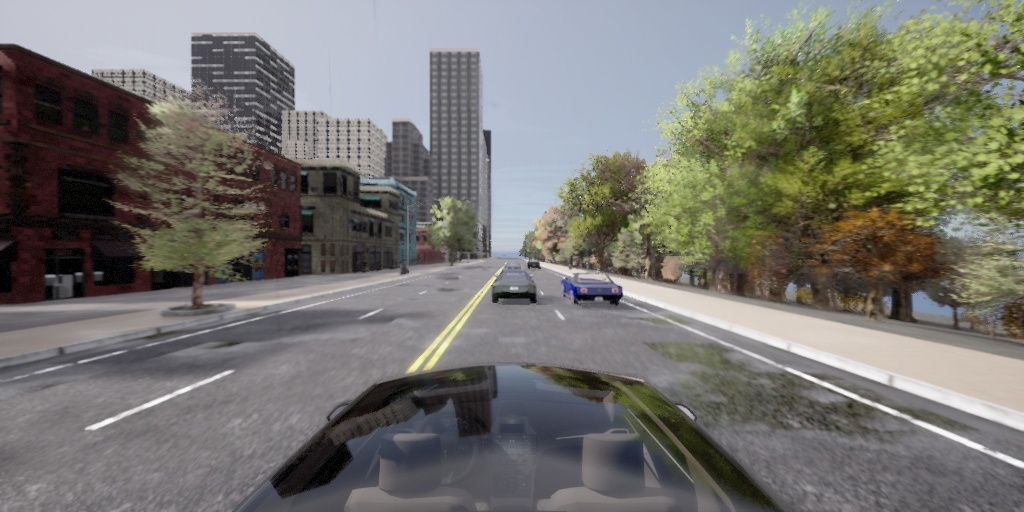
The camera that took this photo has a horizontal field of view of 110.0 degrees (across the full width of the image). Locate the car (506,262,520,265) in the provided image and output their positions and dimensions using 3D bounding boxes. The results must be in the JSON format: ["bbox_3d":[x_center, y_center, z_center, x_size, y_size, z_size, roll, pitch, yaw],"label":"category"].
[{"bbox_3d":[0.088,1.309,38.782,2.033,1.411,5.357,0,0,0],"label":"car"}]

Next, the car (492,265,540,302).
[{"bbox_3d":[0.094,1.321,17.039,1.994,1.385,4.181,0,0,0],"label":"car"}]

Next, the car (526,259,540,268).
[{"bbox_3d":[3.330,1.243,56.426,1.882,1.535,5.008,0,0,0],"label":"car"}]

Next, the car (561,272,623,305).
[{"bbox_3d":[3.346,1.357,15.979,1.895,1.301,4.718,0,0,0],"label":"car"}]
